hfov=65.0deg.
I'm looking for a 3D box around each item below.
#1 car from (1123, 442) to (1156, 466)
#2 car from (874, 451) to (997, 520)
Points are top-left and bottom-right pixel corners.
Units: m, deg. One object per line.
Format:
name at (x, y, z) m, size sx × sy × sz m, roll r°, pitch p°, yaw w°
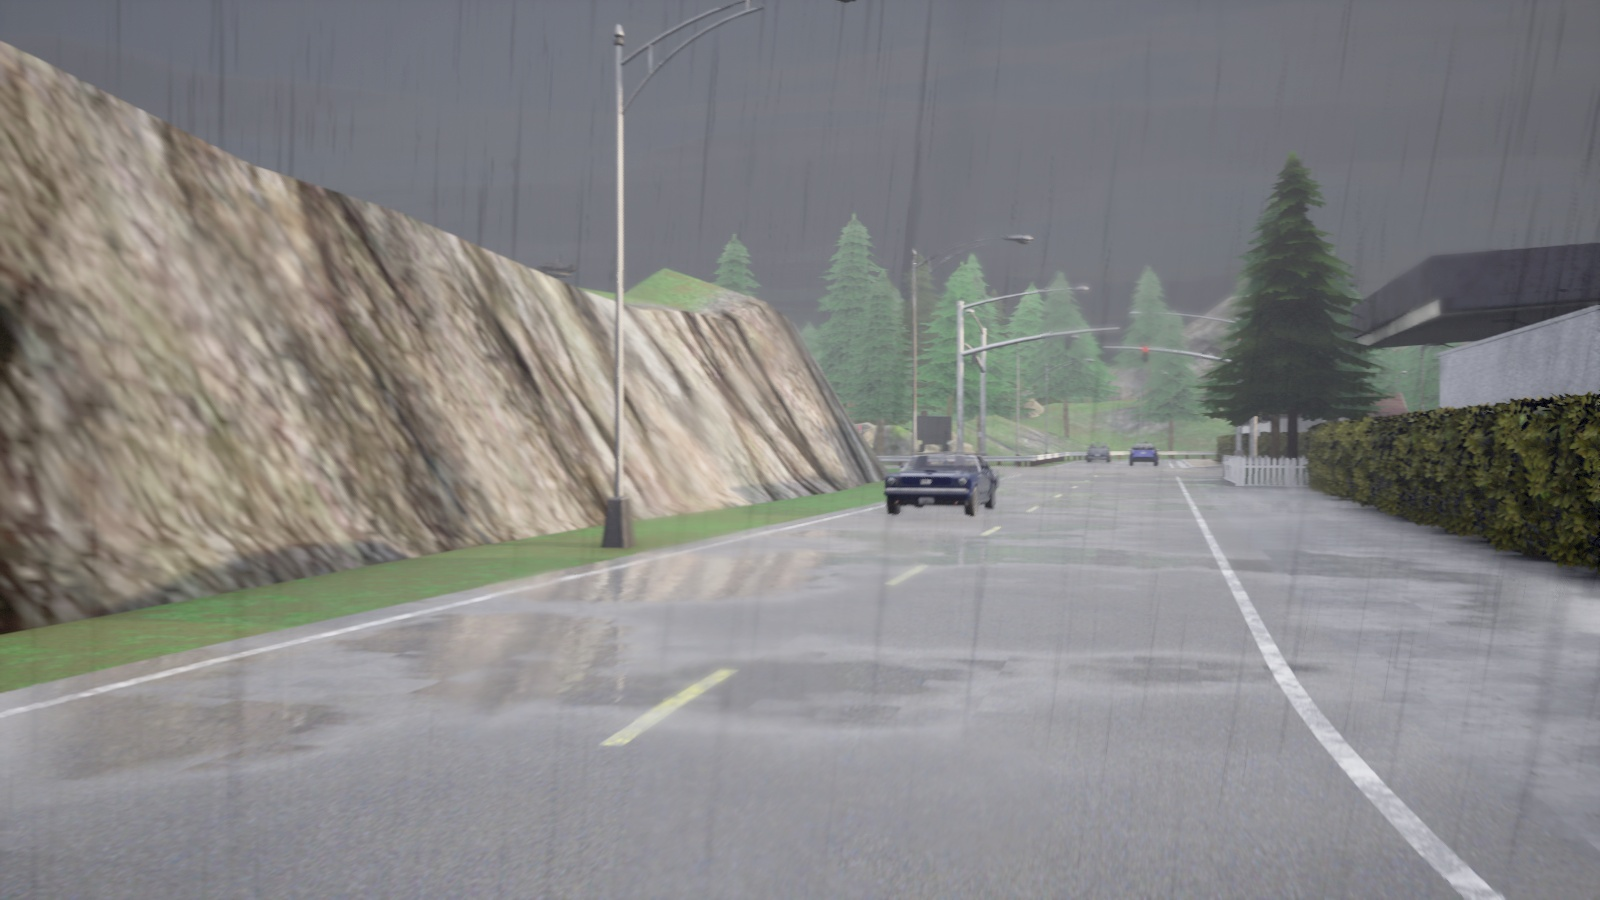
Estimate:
car at (22.603, 0.266, 83.492) m, size 2.007 × 1.525 × 4.514 m, roll 0°, pitch 0°, yaw 16°
car at (3.028, 0.699, 27.131) m, size 1.895 × 1.301 × 4.718 m, roll 0°, pitch 0°, yaw 16°
